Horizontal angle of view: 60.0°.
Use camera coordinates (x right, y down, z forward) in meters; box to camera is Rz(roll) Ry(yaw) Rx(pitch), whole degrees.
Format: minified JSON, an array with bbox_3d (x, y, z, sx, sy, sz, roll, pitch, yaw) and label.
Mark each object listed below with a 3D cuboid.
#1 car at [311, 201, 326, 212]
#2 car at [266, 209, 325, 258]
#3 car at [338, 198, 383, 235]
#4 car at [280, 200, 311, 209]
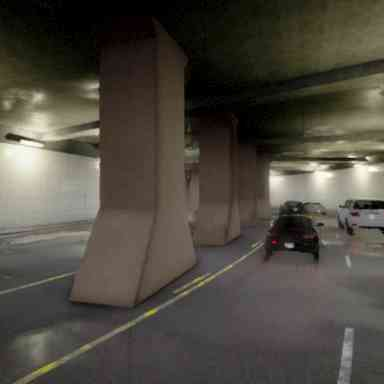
[{"bbox_3d":[13.630,1.797,37.636,1.812,1.442,4.674,0,0,3],"label":"car"},{"bbox_3d":[4.144,1.622,13.194,1.812,1.442,4.674,0,0,23],"label":"car"},{"bbox_3d":[10.278,1.368,20.099,2.150,2.045,5.566,0,0,17],"label":"car"},{"bbox_3d":[9.269,1.574,30.619,2.097,1.767,4.553,0,0,10],"label":"car"}]
